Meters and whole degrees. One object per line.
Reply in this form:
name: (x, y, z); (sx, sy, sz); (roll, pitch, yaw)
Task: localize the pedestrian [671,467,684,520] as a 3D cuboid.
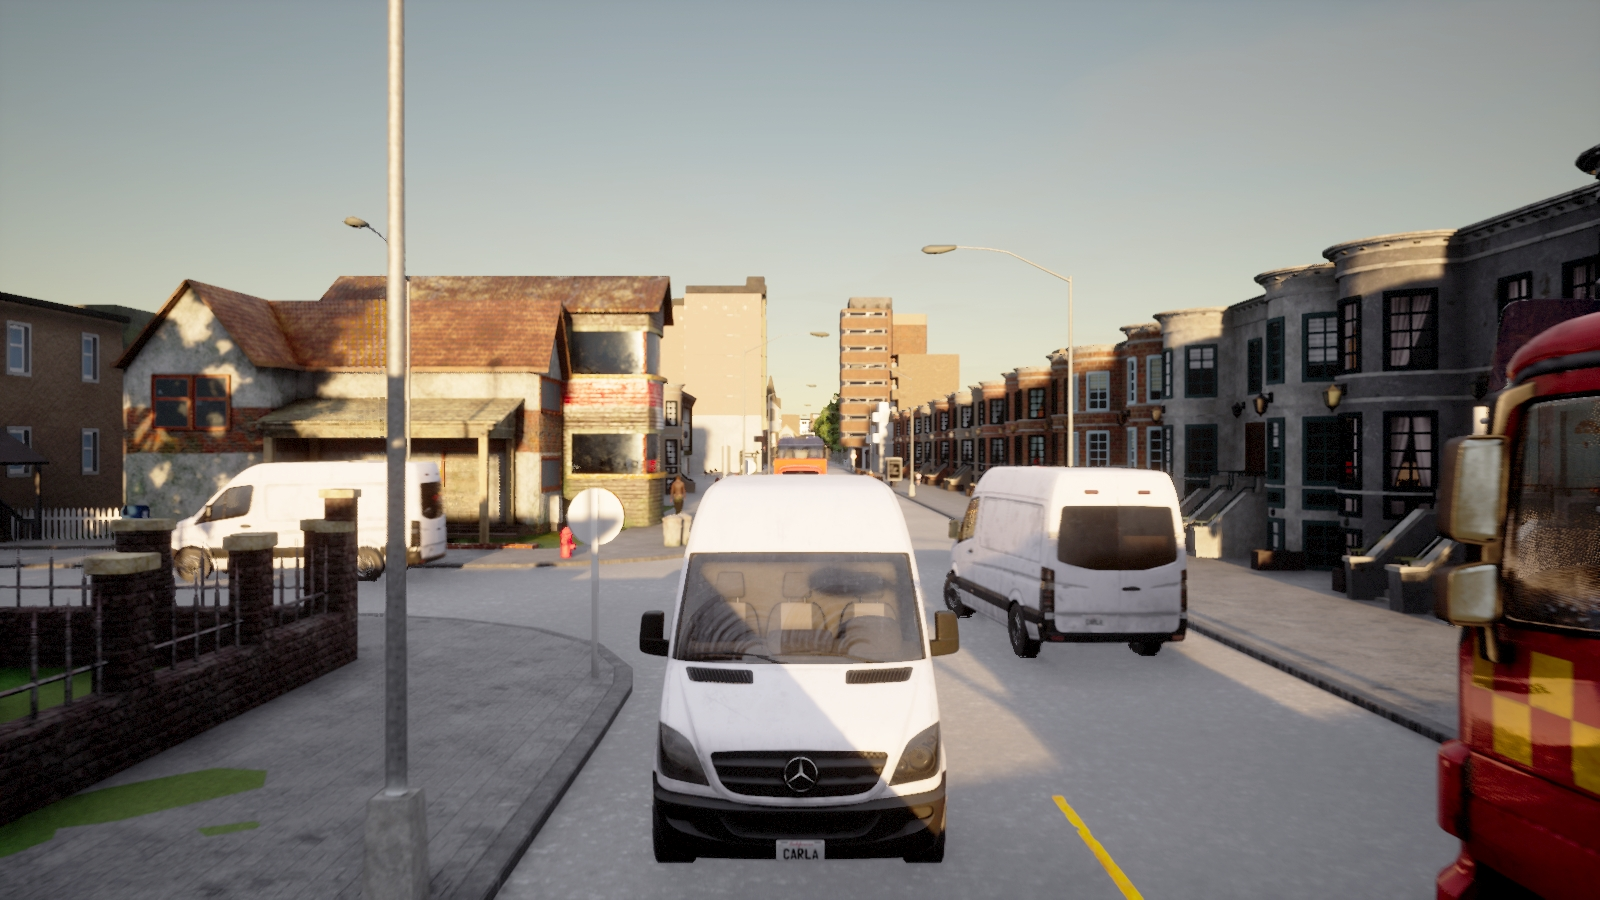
pedestrian: (-4.302, 1.527, 40.154); (0.375, 1.860, 0.375); (0, 0, 13)

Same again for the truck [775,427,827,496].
truck: (0.038, 0.669, 67.936); (2.891, 3.827, 8.468); (0, 0, 0)

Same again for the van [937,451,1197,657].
van: (3.730, 1.315, 17.338); (1.988, 2.561, 5.915); (1, 0, -6)

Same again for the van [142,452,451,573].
van: (-10.920, 1.315, 25.101); (5.915, 2.561, 1.988); (0, 0, 0)

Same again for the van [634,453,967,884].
van: (0.002, 1.314, 9.789); (1.988, 2.561, 5.915); (0, 0, 0)

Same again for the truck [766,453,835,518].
truck: (0.015, 1.349, 45.956); (2.627, 2.467, 5.204); (0, 0, 0)
